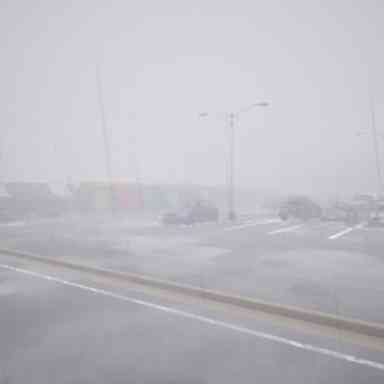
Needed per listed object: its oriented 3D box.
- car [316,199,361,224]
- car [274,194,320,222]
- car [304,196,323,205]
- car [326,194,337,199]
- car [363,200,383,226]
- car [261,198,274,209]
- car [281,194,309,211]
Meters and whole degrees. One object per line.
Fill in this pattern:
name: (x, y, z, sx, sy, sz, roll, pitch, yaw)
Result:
car: (10.334, 1.421, 23.313, 1.784, 1.438, 3.905, 0, 0, 36)
car: (8.137, 1.211, 24.854, 1.932, 1.855, 4.605, 0, 0, 36)
car: (20.508, 1.456, 56.174, 1.970, 1.475, 3.806, 0, 0, 36)
car: (22.840, 1.216, 54.459, 1.905, 1.878, 3.866, 0, 0, 36)
car: (12.673, 1.452, 21.606, 1.970, 1.475, 3.806, 0, 0, 36)
car: (10.228, 1.425, 42.052, 1.784, 1.438, 3.905, 0, 0, 36)
car: (12.530, 1.213, 40.293, 1.932, 1.855, 4.605, 0, 0, 36)
